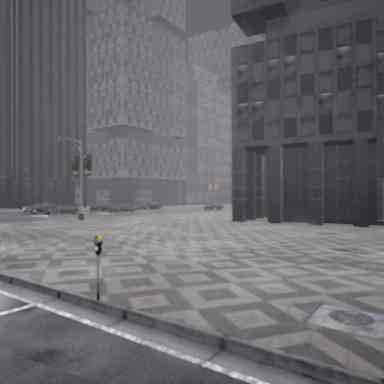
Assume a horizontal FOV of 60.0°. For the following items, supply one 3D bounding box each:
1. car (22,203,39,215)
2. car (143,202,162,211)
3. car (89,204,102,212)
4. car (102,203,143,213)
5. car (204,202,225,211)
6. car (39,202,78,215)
[{"bbox_3d":[-19.271,2.097,42.884,2.128,1.511,4.902,0,-1,36],"label":"car"},{"bbox_3d":[-7.398,2.470,59.371,1.882,1.535,5.008,0,-1,36],"label":"car"},{"bbox_3d":[-13.408,2.397,51.061,1.895,1.301,4.718,0,-1,36],"label":"car"},{"bbox_3d":[-10.323,2.342,49.787,2.033,1.411,5.357,0,-1,36],"label":"car"},{"bbox_3d":[4.023,2.553,58.325,1.837,1.490,4.892,0,-3,36],"label":"car"},{"bbox_3d":[-16.285,2.164,41.489,1.994,1.385,4.181,0,-1,35],"label":"car"}]
